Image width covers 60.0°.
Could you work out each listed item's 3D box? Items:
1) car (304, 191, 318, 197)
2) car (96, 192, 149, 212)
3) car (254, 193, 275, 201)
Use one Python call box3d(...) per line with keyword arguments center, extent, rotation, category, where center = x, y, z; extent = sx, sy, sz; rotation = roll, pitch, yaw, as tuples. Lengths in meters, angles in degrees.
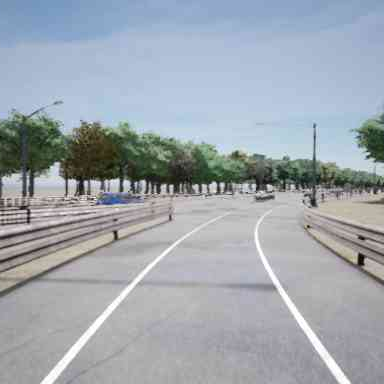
box3d(center=(27.006, 0.419, 75.428), extent=(1.895, 1.301, 4.718), rotation=(1, 2, 37), category="car")
box3d(center=(-6.426, 1.057, 31.449), extent=(2.150, 2.045, 5.566), rotation=(1, 2, 37), category="car")
box3d(center=(12.412, 0.868, 56.238), extent=(1.895, 1.301, 4.718), rotation=(1, 2, 37), category="car")
